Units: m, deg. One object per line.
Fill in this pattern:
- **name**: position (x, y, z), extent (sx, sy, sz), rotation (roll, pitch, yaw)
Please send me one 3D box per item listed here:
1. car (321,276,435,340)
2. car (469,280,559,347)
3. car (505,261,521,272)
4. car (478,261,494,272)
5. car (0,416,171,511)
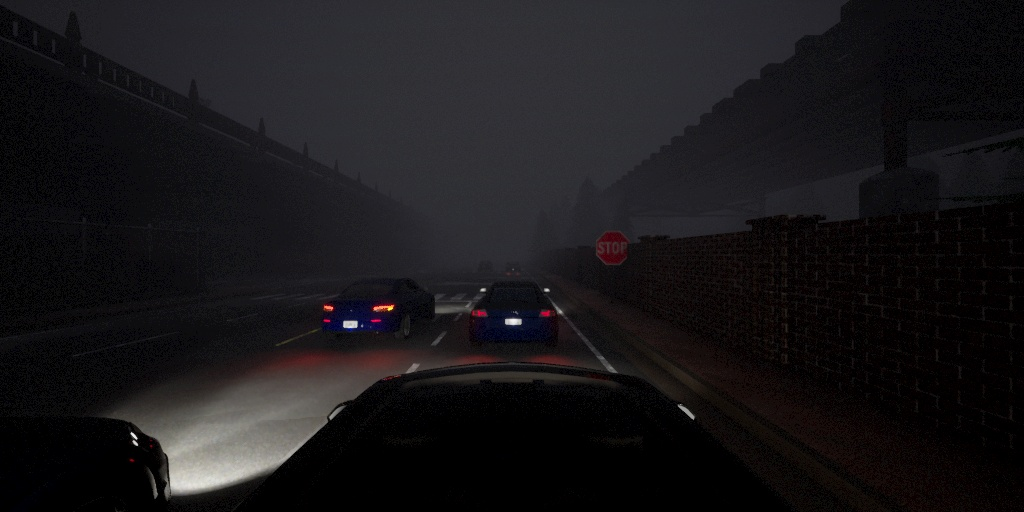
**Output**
- **car**: position (-3.410, 1.276, 9.859), extent (1.812, 1.442, 4.674), rotation (0, 0, 0)
- **car**: position (0.072, 1.314, 9.335), extent (1.994, 1.385, 4.181), rotation (0, 0, 1)
- **car**: position (0.115, 1.351, 46.149), extent (1.895, 1.301, 4.718), rotation (0, 0, -1)
- **car**: position (-3.380, 1.297, 45.981), extent (2.033, 1.411, 5.357), rotation (0, 0, -1)
- **car**: position (-3.399, 1.314, 0.763), extent (1.994, 1.385, 4.181), rotation (0, 0, 0)
